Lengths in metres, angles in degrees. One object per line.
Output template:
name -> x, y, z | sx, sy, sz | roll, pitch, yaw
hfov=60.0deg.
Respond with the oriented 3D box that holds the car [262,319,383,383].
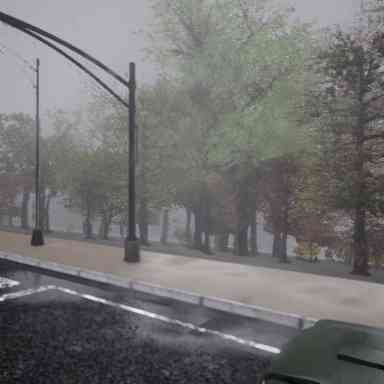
car -> 2.677, 1.599, 1.779 | 4.718, 1.301, 1.895 | 0, 0, 36
